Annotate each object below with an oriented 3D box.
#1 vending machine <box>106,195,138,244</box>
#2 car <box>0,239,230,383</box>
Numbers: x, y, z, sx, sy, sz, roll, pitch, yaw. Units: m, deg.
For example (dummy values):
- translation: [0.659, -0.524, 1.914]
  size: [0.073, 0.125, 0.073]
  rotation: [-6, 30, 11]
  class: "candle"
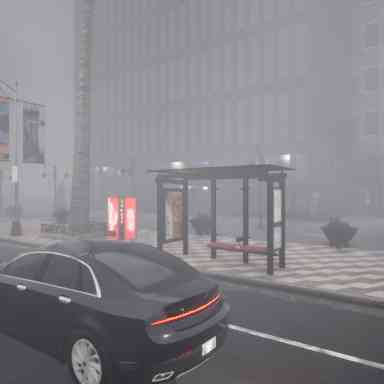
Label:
- translation: [-3.186, 1.195, 15.179]
  size: [0.880, 2.100, 1.100]
  rotation: [0, 0, 35]
  class: "vending machine"
- translation: [-1.774, 1.505, 5.204]
  size: [4.892, 1.490, 1.837]
  rotation: [0, 0, 36]
  class: "car"
